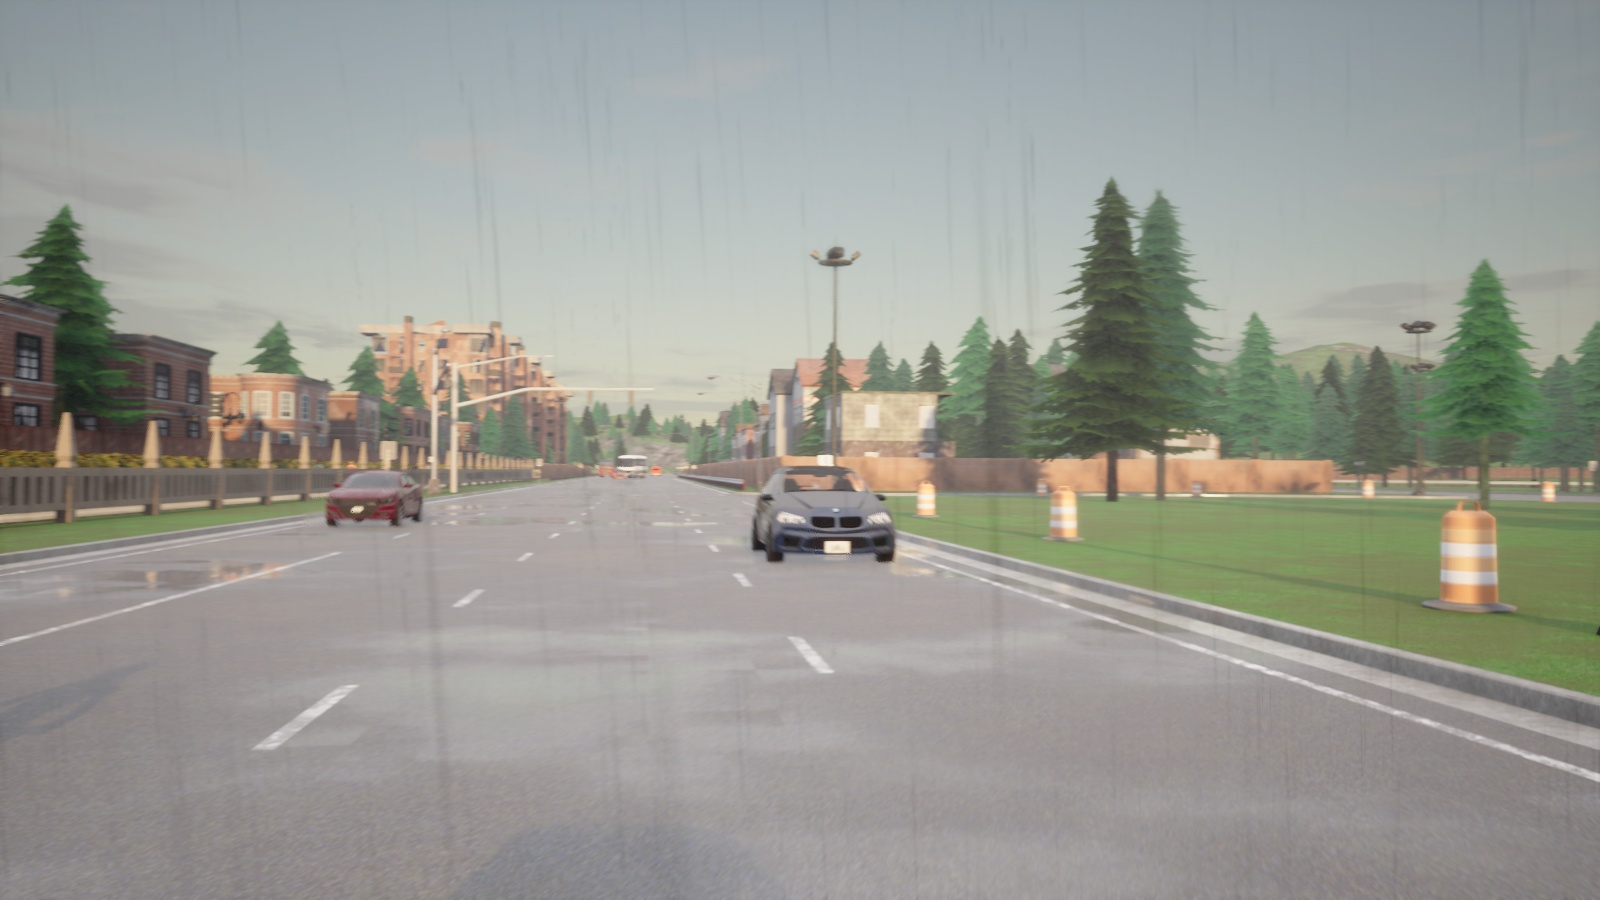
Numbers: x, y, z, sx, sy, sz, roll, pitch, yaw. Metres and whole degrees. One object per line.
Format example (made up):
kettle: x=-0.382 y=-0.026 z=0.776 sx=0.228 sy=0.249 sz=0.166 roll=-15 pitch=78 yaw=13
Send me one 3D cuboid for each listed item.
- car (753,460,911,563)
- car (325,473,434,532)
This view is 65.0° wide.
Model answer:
car: x=0.444 y=1.043 z=22.856 sx=2.242 sy=1.667 sz=4.611 roll=0 pitch=-1 yaw=-7
car: x=-11.593 y=1.399 z=34.955 sx=1.882 sy=1.535 sz=5.008 roll=0 pitch=-1 yaw=-7
